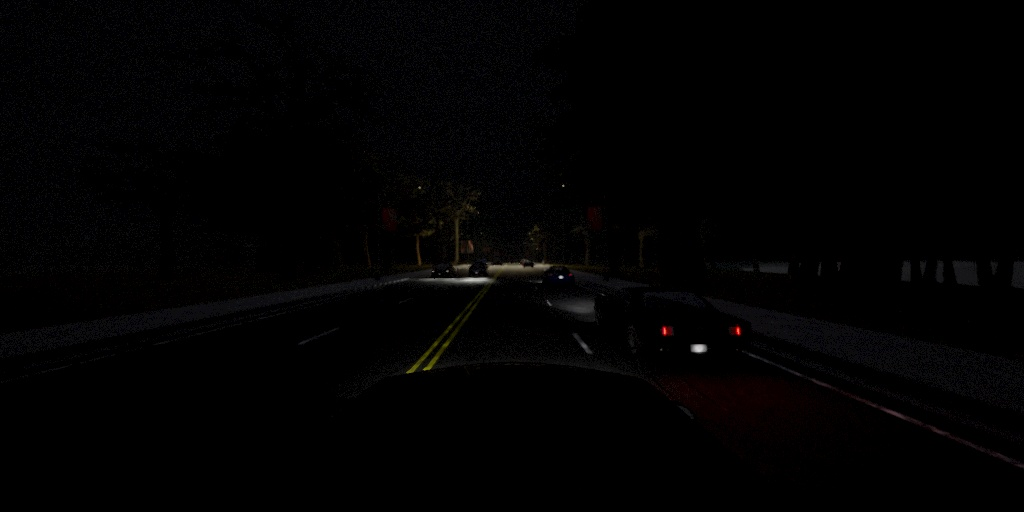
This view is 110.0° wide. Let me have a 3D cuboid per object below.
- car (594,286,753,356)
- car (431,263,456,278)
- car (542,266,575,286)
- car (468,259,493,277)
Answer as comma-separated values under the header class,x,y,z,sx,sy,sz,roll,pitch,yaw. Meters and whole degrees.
class,x,y,z,sx,sy,sz,roll,pitch,yaw
car,3.344,1.373,8.631,1.895,1.301,4.718,0,0,0
car,-6.666,1.399,35.312,1.812,1.442,4.674,0,0,0
car,3.296,1.400,26.078,1.994,1.385,4.181,0,0,0
car,-3.417,1.372,37.124,2.128,1.511,4.902,0,0,0
